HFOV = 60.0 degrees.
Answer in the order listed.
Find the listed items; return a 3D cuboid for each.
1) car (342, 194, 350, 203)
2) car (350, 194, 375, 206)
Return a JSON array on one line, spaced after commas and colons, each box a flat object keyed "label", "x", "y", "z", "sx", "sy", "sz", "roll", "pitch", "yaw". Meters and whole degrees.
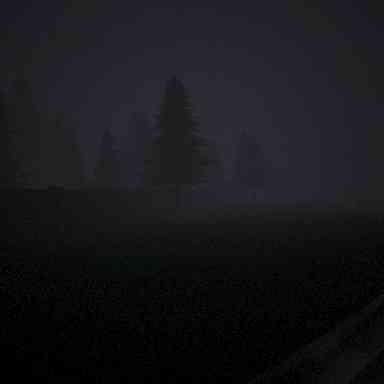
[{"label": "car", "x": 25.128, "y": 1.024, "z": 52.942, "sx": 1.837, "sy": 1.490, "sz": 4.892, "roll": -1, "pitch": 0, "yaw": 16}, {"label": "car", "x": 22.425, "y": 1.142, "z": 43.394, "sx": 1.994, "sy": 1.385, "sz": 4.181, "roll": -1, "pitch": 0, "yaw": 16}]
